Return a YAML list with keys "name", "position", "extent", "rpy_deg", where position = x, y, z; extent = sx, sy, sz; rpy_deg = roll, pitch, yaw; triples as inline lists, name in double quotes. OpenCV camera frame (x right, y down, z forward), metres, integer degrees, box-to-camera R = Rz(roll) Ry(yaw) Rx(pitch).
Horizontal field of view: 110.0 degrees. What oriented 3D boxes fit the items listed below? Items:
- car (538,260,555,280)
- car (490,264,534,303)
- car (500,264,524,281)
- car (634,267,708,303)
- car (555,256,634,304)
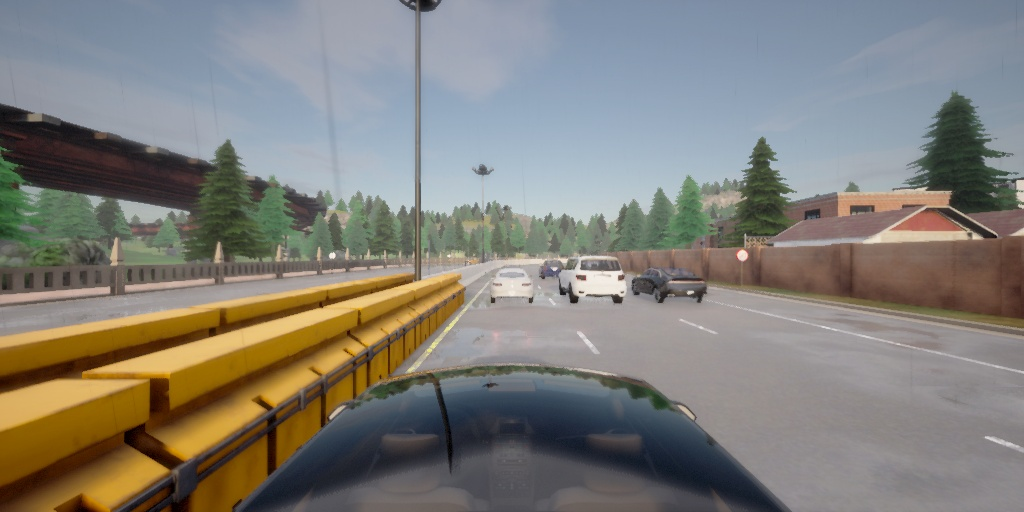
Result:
- name: "car"
  position: [3.500, 1.116, 31.470]
  extent: [2.097, 1.767, 4.553]
  rpy_deg: [0, 0, 0]
- name: "car"
  position: [0.000, 1.283, 16.500]
  extent: [1.812, 1.442, 4.674]
  rpy_deg: [0, 0, 0]
- name: "car"
  position: [0.000, 1.366, 31.530]
  extent: [1.895, 1.301, 4.718]
  rpy_deg: [0, 0, 0]
- name: "car"
  position: [7.000, 1.245, 16.500]
  extent: [2.128, 1.511, 4.902]
  rpy_deg: [0, 0, 0]
- name: "car"
  position: [3.500, 1.008, 16.530]
  extent: [2.150, 2.045, 5.566]
  rpy_deg: [0, 0, 0]
